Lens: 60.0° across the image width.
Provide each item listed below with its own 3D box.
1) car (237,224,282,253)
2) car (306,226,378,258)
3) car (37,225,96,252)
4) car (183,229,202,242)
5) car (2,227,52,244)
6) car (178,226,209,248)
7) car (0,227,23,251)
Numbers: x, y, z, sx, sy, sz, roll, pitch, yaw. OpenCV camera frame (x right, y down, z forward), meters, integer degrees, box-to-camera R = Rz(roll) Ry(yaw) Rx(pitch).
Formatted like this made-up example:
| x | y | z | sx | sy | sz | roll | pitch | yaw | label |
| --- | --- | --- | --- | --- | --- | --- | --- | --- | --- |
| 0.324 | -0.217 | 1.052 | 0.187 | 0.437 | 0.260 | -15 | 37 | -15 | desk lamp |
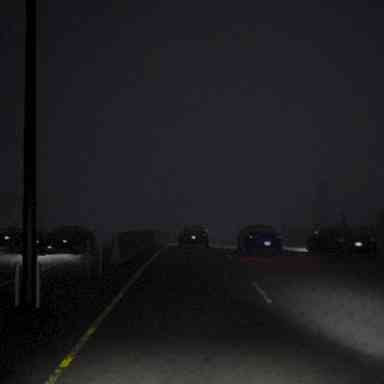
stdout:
| x | y | z | sx | sy | sz | roll | pitch | yaw | label |
| --- | --- | --- | --- | --- | --- | --- | --- | --- | --- |
| 3.599 | 2.499 | 18.211 | 1.812 | 1.442 | 4.674 | 0 | -5 | 0 | car |
| 7.099 | 2.360 | 16.178 | 1.994 | 1.385 | 4.181 | 0 | -5 | 0 | car |
| -7.079 | 2.620 | 19.250 | 2.033 | 1.411 | 5.357 | 0 | -6 | 0 | car |
| 0.098 | 5.247 | 40.151 | 2.163 | 1.488 | 4.792 | 0 | -8 | 0 | car |
| -14.069 | 3.768 | 28.683 | 1.895 | 1.301 | 4.718 | 0 | -8 | 0 | car |
| 0.099 | 2.937 | 22.192 | 1.994 | 1.385 | 4.181 | 0 | -6 | 0 | car |
| -10.588 | 2.735 | 19.898 | 1.895 | 1.301 | 4.718 | 0 | -6 | 0 | car |
